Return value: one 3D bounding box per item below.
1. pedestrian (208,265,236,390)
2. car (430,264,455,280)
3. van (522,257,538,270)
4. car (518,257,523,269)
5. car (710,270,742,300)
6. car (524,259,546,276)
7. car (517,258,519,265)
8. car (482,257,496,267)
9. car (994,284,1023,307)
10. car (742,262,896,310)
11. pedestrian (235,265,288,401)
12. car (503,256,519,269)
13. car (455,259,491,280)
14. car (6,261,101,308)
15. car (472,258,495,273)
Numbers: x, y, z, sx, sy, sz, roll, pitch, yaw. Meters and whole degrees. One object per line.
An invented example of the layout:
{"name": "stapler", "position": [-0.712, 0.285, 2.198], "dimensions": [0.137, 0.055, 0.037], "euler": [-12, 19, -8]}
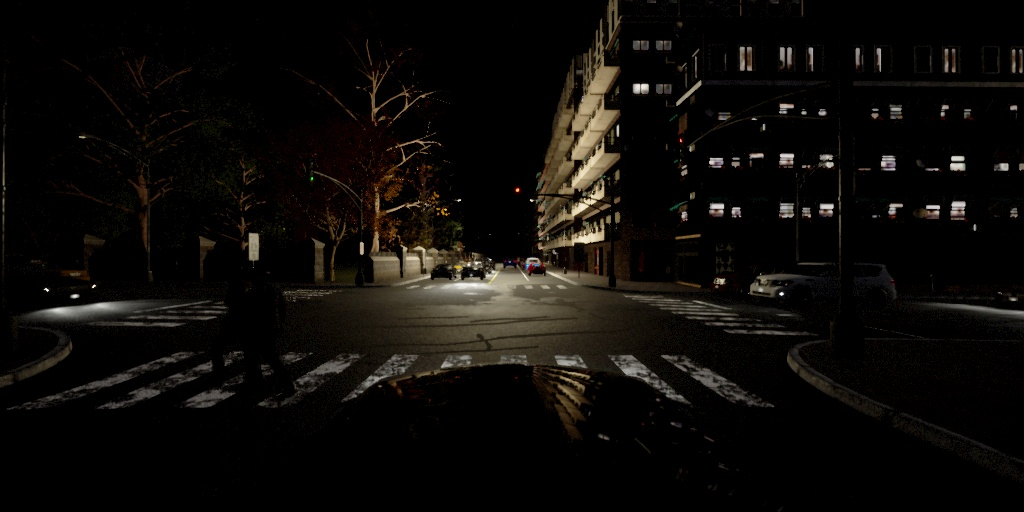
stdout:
{"name": "pedestrian", "position": [-3.995, 1.016, 5.162], "dimensions": [0.375, 1.860, 0.375], "euler": [0, 0, 0]}
{"name": "car", "position": [-5.857, 1.330, 31.246], "dimensions": [1.948, 1.339, 4.313], "euler": [0, 0, 0]}
{"name": "van", "position": [2.459, 1.116, 42.555], "dimensions": [1.690, 1.789, 3.998], "euler": [0, 0, 0]}
{"name": "car", "position": [2.394, 1.230, 53.815], "dimensions": [1.967, 1.591, 4.097], "euler": [0, 0, 0]}
{"name": "car", "position": [13.353, 1.353, 19.016], "dimensions": [5.009, 1.841, 2.192], "euler": [0, 0, -1]}
{"name": "car", "position": [2.491, 1.315, 36.924], "dimensions": [1.888, 1.381, 4.507], "euler": [0, 0, 0]}
{"name": "car", "position": [2.361, 1.350, 59.445], "dimensions": [2.007, 1.370, 4.403], "euler": [0, 0, 0]}
{"name": "car", "position": [-3.374, 1.278, 51.788], "dimensions": [2.128, 1.511, 4.902], "euler": [0, 0, 0]}
{"name": "car", "position": [25.528, 1.775, 16.623], "dimensions": [4.674, 1.442, 1.812], "euler": [1, 0, -1]}
{"name": "car", "position": [14.150, 1.267, 16.443], "dimensions": [5.566, 2.045, 2.150], "euler": [1, 0, -1]}
{"name": "pedestrian", "position": [-3.405, 1.024, 4.893], "dimensions": [0.375, 1.860, 0.375], "euler": [0, 0, 0]}
{"name": "car", "position": [-0.331, 1.021, 59.609], "dimensions": [2.150, 2.045, 5.566], "euler": [0, 0, 0]}
{"name": "car", "position": [-3.260, 1.256, 31.078], "dimensions": [2.128, 1.511, 4.902], "euler": [0, 0, 0]}
{"name": "car", "position": [-18.229, 0.997, 12.743], "dimensions": [5.357, 1.411, 2.033], "euler": [1, 0, -1]}
{"name": "car", "position": [-3.320, 1.279, 41.376], "dimensions": [1.837, 1.490, 4.892], "euler": [0, 0, 0]}
